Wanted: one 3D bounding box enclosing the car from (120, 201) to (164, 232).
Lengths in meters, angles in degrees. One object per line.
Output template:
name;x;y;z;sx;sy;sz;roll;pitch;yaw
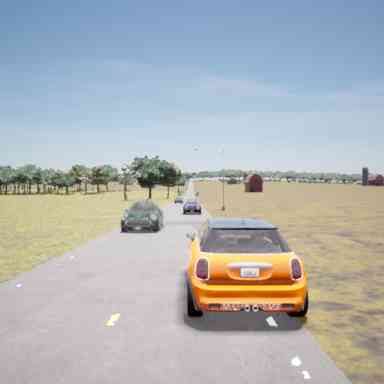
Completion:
car;-2.871;1.354;19.945;2.097;1.767;4.553;0;0;0

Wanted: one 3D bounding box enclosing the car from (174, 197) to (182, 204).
car;-2.824;1.792;70.669;2.033;1.411;5.357;0;0;0

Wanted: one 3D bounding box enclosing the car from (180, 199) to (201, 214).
car;0.034;1.654;35.522;1.895;1.301;4.718;0;0;0

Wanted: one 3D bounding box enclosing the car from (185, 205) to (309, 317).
car;0.954;1.347;7.616;2.097;1.767;4.553;0;0;0
